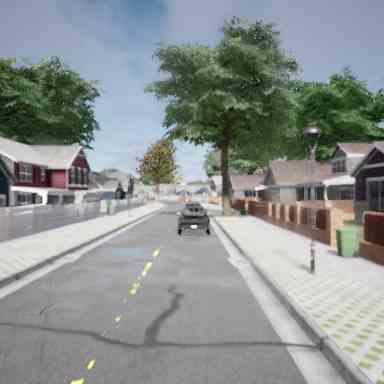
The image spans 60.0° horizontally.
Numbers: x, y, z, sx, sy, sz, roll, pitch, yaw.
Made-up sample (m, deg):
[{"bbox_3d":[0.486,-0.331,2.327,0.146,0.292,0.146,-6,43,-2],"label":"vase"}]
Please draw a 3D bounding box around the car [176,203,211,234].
[{"bbox_3d":[0.112,1.634,20.348,1.837,1.490,4.892,0,0,0],"label":"car"}]

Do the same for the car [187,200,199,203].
[{"bbox_3d":[0.123,1.715,38.741,1.882,1.535,5.008,0,0,0],"label":"car"}]
